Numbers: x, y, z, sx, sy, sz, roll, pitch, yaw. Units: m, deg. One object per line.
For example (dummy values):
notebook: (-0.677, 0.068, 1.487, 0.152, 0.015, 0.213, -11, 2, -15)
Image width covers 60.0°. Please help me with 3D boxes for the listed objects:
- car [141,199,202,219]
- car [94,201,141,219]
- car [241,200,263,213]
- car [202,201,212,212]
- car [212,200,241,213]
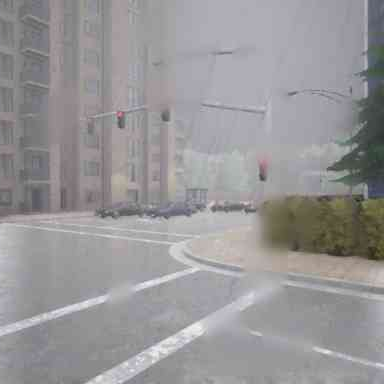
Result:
car: (-1.680, 1.547, 29.459, 2.033, 1.411, 5.357, 0, 0, 36)
car: (-6.016, 1.547, 29.452, 2.033, 1.411, 5.357, 0, 0, 36)
car: (7.328, 1.564, 35.563, 1.994, 1.385, 4.181, 0, 0, 36)
car: (-0.325, 1.491, 37.250, 2.128, 1.511, 4.902, 0, 0, 36)
car: (3.974, 1.601, 37.201, 1.895, 1.301, 4.718, 0, 0, 36)
